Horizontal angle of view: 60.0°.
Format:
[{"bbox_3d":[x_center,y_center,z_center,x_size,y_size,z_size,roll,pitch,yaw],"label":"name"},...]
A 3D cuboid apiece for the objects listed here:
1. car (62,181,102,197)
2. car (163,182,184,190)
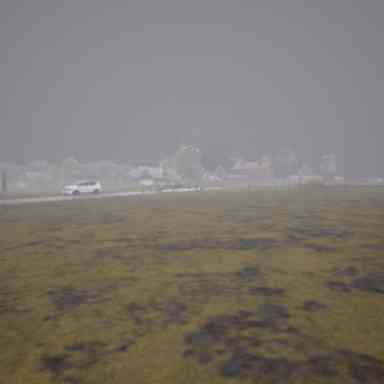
[{"bbox_3d":[-15.227,-0.508,46.229,2.150,2.045,5.566,1,4,36],"label":"car"},{"bbox_3d":[-3.377,-1.129,62.346,1.837,1.490,4.892,1,3,36],"label":"car"}]
